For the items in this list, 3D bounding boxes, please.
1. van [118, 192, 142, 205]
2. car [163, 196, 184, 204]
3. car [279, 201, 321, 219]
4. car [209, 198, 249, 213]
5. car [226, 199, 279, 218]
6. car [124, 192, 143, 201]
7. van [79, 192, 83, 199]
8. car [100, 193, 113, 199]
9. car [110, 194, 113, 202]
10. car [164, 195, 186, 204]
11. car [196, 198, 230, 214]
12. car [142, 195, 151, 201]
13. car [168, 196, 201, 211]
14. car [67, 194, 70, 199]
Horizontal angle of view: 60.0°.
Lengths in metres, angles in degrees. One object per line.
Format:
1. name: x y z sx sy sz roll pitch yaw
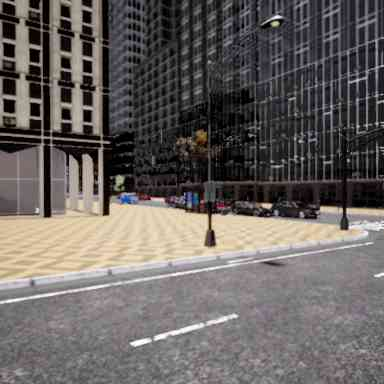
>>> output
1. van: -10.304 1.153 55.043 1.690 1.788 3.998 0 0 -34
2. car: -3.387 1.336 59.774 1.802 1.307 4.206 0 0 -34
3. car: 9.487 1.580 30.677 1.837 1.490 4.892 0 1 -34
4. car: 4.170 1.496 38.453 1.837 1.490 4.892 0 1 -34
5. car: 5.629 1.634 31.514 1.947 1.339 4.313 0 0 -34
6. car: -13.011 0.910 73.847 2.192 1.841 5.009 0 0 -34
7. van: -26.345 0.888 78.500 1.690 1.788 3.998 0 0 -34
8. car: -22.637 0.986 87.923 2.008 1.369 4.403 0 0 -34
9. car: -16.722 1.257 64.427 2.008 1.369 4.403 0 0 -34
10. car: -1.633 1.500 46.955 1.895 1.301 4.718 0 1 -34
11. car: 2.434 1.599 36.217 1.802 1.307 4.206 0 0 -34
12. car: -9.804 1.230 69.158 1.802 1.307 4.206 0 0 -34
13. car: -0.726 1.532 40.941 1.947 1.339 4.313 0 0 -34
14. car: -29.554 0.934 83.192 1.967 1.590 4.097 0 0 -34
